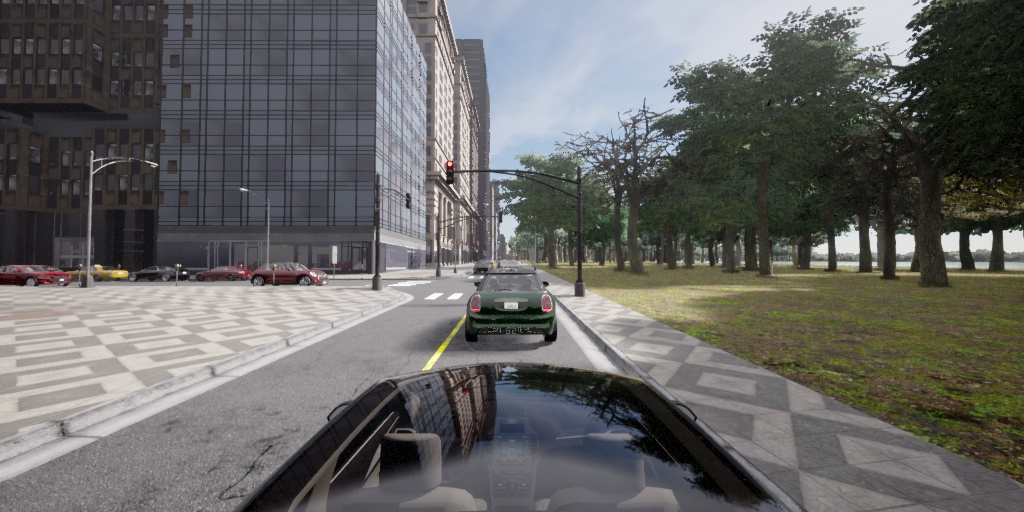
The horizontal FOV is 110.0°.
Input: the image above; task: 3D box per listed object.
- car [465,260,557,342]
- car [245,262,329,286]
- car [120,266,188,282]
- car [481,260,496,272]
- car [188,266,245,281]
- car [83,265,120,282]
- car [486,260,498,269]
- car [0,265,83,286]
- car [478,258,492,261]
[{"bbox_3d":[-0.010,1.108,9.968,2.097,1.767,4.553,0,0,0],"label":"car"},{"bbox_3d":[-13.599,1.119,22.174,4.097,1.591,1.967,0,0,-1],"label":"car"},{"bbox_3d":[-30.061,1.480,30.626,4.313,1.339,1.948,0,0,0],"label":"car"},{"bbox_3d":[-3.235,1.341,50.263,1.882,1.535,5.008,0,0,0],"label":"car"},{"bbox_3d":[-24.575,1.493,30.649,4.207,1.307,1.802,0,0,0],"label":"car"},{"bbox_3d":[-35.719,1.443,30.601,4.829,1.417,1.751,0,0,0],"label":"car"},{"bbox_3d":[-3.246,1.426,59.428,1.812,1.442,4.674,0,0,0],"label":"car"},{"bbox_3d":[-30.030,1.234,22.103,4.507,1.381,1.888,0,0,0],"label":"car"},{"bbox_3d":[-3.218,1.180,41.241,2.097,1.767,4.553,0,0,0],"label":"car"}]
